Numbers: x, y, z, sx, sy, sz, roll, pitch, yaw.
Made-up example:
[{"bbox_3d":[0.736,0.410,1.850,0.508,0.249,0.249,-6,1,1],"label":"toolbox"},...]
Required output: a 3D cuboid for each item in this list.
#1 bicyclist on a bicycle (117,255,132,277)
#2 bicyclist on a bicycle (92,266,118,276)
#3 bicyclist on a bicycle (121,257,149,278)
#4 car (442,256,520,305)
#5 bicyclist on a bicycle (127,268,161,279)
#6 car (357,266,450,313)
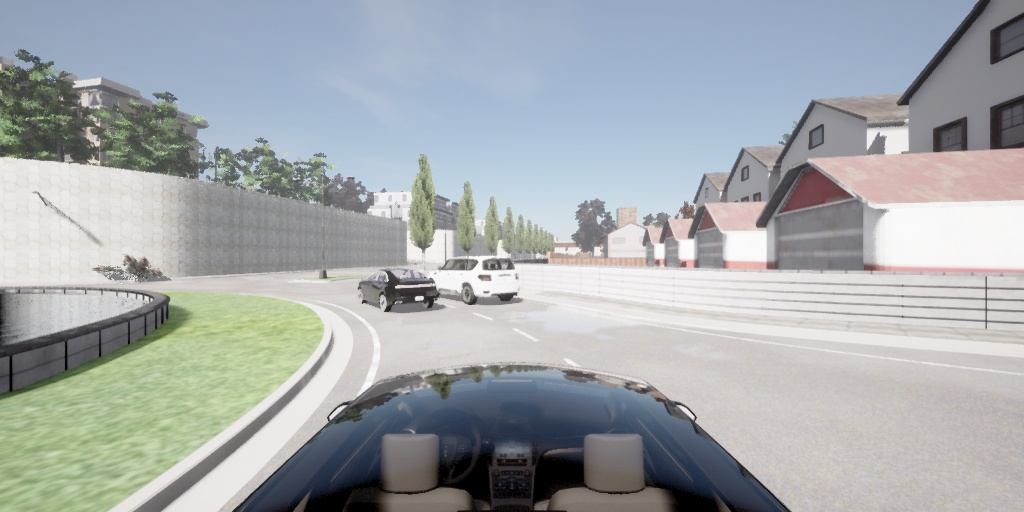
[{"bbox_3d":[-28.560,0.684,26.868,0.582,1.620,1.656,-6,14,-23],"label":"bicyclist on a bicycle"},{"bbox_3d":[-29.829,1.142,26.519,1.620,0.582,1.656,21,0,-25],"label":"bicyclist on a bicycle"},{"bbox_3d":[-27.976,0.782,27.061,0.582,1.620,1.656,30,1,-21],"label":"bicyclist on a bicycle"},{"bbox_3d":[-1.950,1.008,16.420,2.150,2.045,5.566,0,0,-38],"label":"car"},{"bbox_3d":[-27.462,1.365,27.267,1.620,0.582,1.656,-19,13,-5],"label":"bicyclist on a bicycle"},{"bbox_3d":[-4.684,1.245,14.235,2.128,1.511,4.902,0,0,-38],"label":"car"}]
